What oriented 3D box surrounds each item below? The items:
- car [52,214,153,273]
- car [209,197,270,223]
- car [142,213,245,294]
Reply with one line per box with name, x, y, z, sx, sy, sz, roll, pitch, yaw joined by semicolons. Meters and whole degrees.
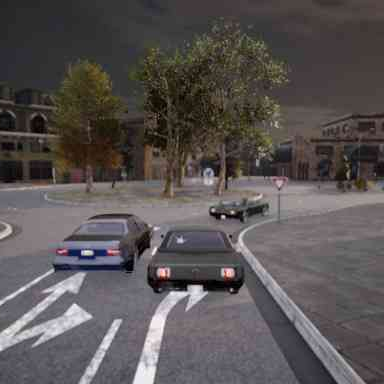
car;-2.389;1.379;10.265;2.033;1.411;5.357;0;2;1
car;3.001;0.932;20.035;1.895;1.301;4.718;3;6;35
car;0.114;1.485;8.510;1.895;1.301;4.718;0;2;1
